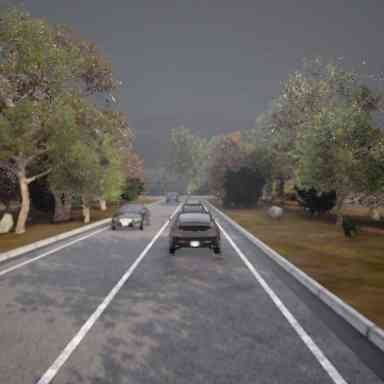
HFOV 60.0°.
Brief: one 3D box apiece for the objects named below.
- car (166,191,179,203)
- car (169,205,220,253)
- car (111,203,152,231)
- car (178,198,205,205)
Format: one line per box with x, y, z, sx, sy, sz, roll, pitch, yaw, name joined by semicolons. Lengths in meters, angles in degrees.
-3.538;0.923;60.686;2.150;2.045;5.566;0;0;1;car
0.099;1.483;13.608;1.837;1.490;4.892;0;0;0;car
-3.600;1.445;20.368;2.128;1.511;4.902;0;0;0;car
0.098;1.397;29.556;2.128;1.511;4.902;0;0;0;car
